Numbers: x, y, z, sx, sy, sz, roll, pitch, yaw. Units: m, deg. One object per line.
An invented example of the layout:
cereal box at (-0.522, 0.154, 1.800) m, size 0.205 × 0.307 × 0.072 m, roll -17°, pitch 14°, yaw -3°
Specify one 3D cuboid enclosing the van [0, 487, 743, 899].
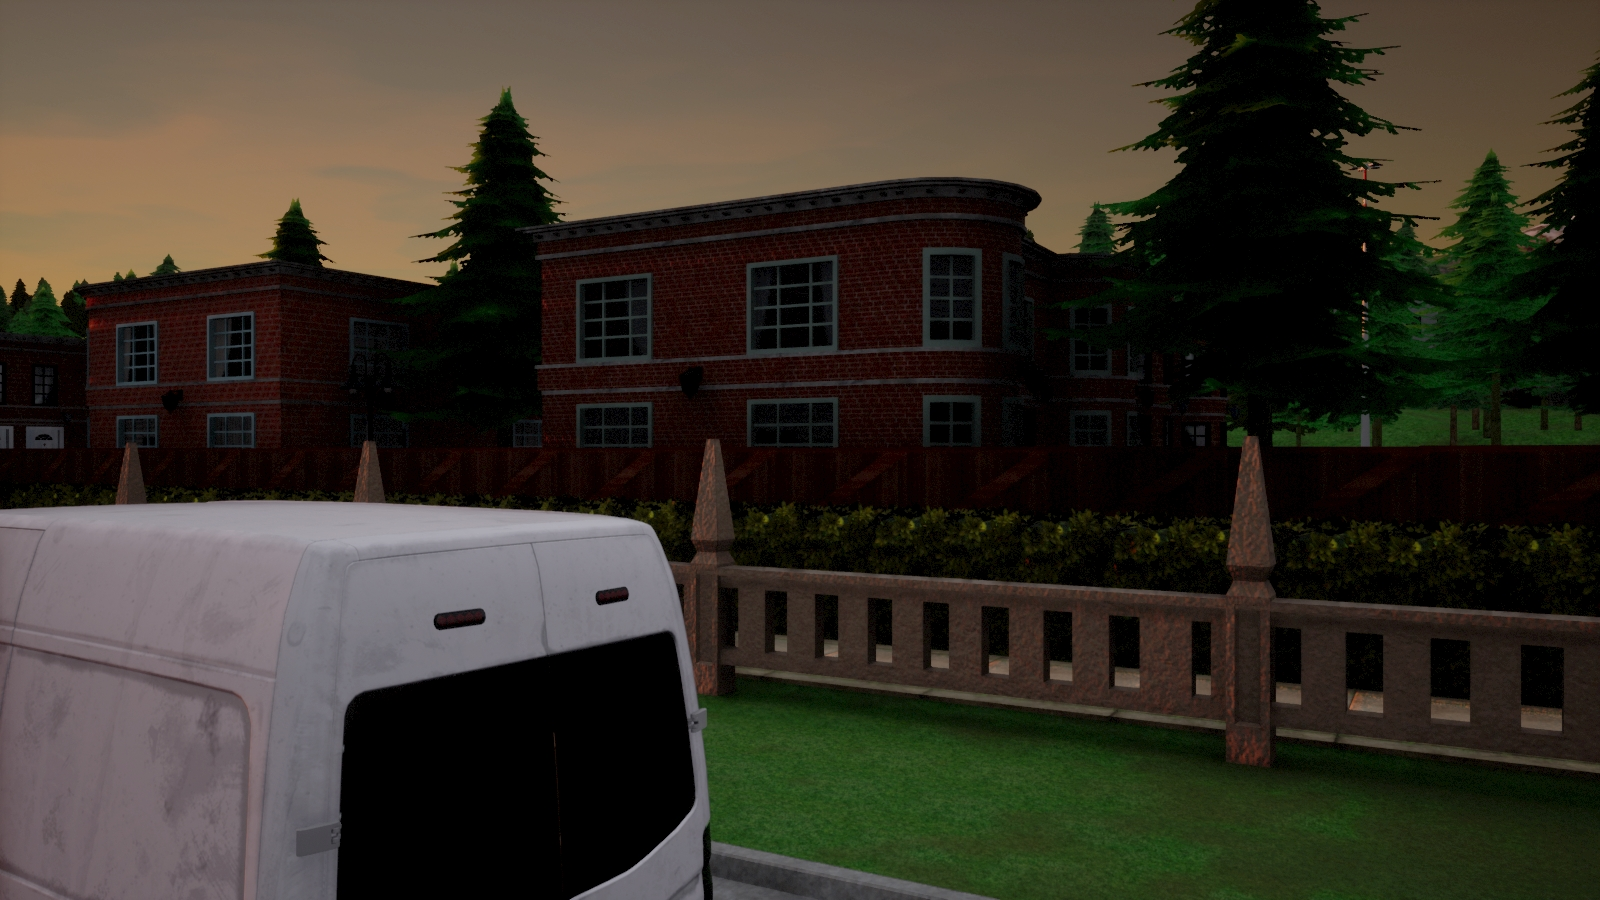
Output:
van at (-3.240, 1.534, 5.467) m, size 5.915 × 2.561 × 1.988 m, roll 0°, pitch 0°, yaw 34°
